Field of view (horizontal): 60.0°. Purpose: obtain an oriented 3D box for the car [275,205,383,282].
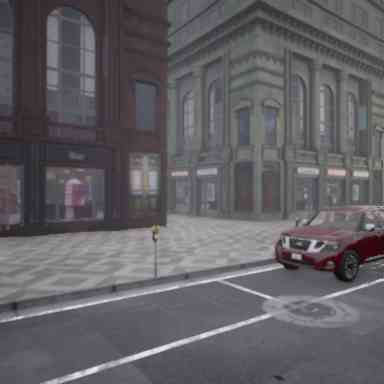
[{"bbox_3d":[4.747,1.356,10.047,5.009,1.841,2.192,0,0,-36],"label":"car"}]
